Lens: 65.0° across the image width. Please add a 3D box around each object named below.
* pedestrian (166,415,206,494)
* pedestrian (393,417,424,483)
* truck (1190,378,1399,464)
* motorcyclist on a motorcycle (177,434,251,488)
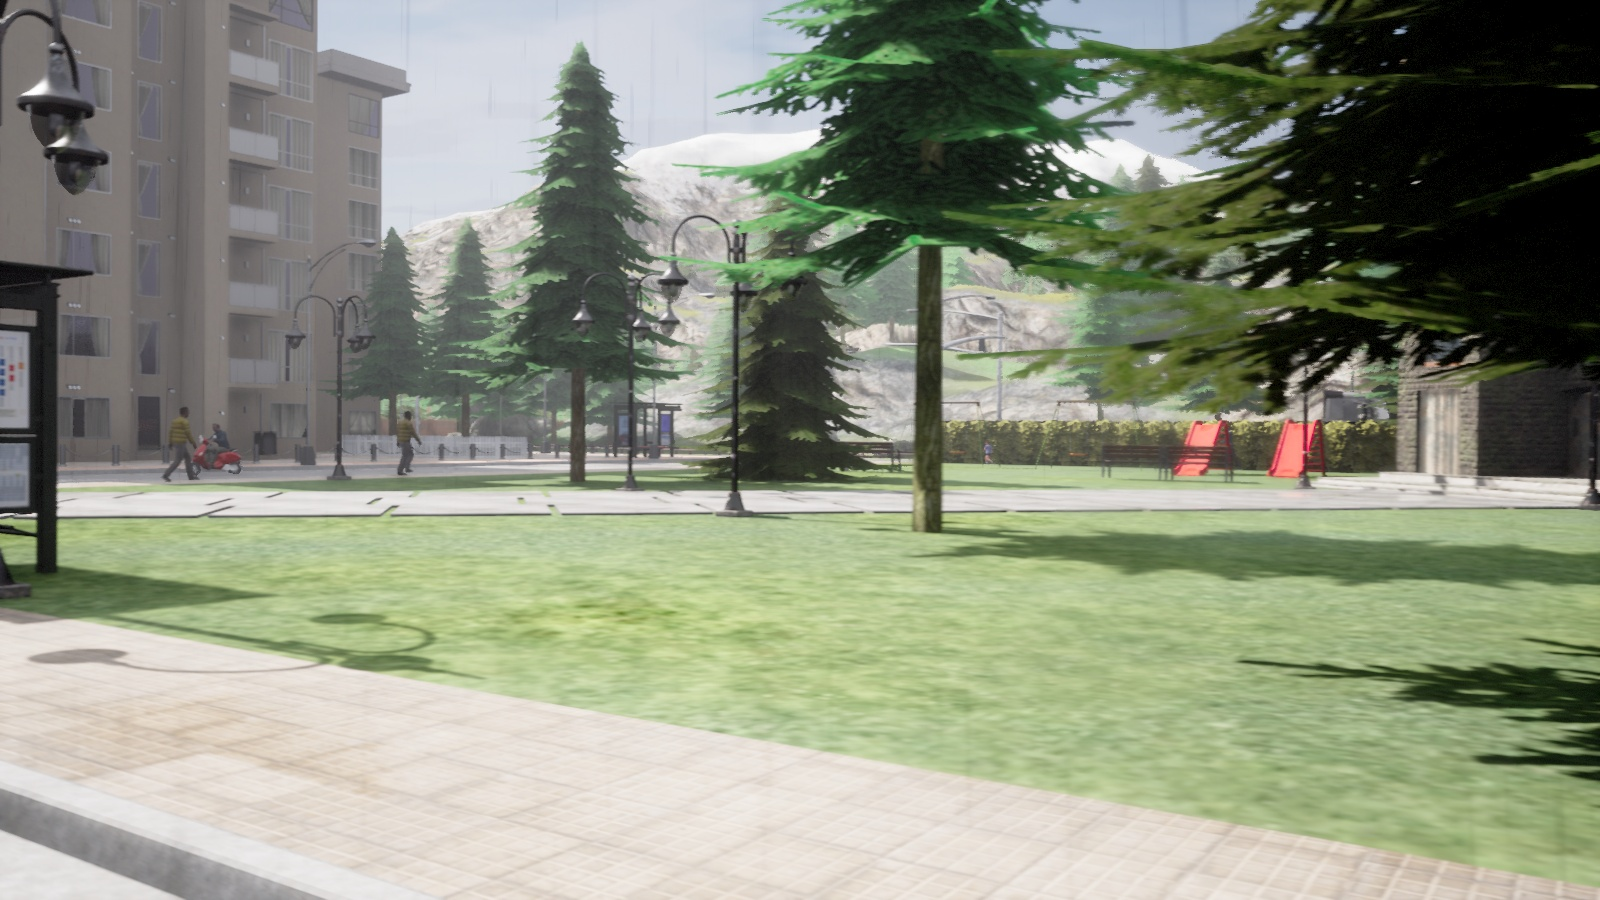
[{"bbox_3d":[-14.585,0.095,29.837,0.431,1.840,0.709,0,1,37],"label":"pedestrian"},{"bbox_3d":[-10.974,-0.004,35.206,0.431,1.840,0.709,0,1,41],"label":"pedestrian"},{"bbox_3d":[21.223,-1.181,54.101,7.936,3.462,2.891,0,1,35],"label":"truck"},{"bbox_3d":[-17.837,0.310,38.266,0.866,1.590,1.817,0,1,34],"label":"motorcyclist on a motorcycle"}]
